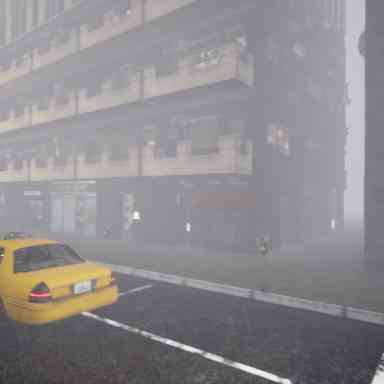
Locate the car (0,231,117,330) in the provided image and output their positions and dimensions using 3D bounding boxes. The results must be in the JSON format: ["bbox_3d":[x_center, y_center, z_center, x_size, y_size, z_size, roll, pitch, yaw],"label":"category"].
[{"bbox_3d":[-3.921,1.644,7.258,5.366,1.575,1.801,-1,-2,37],"label":"car"}]
